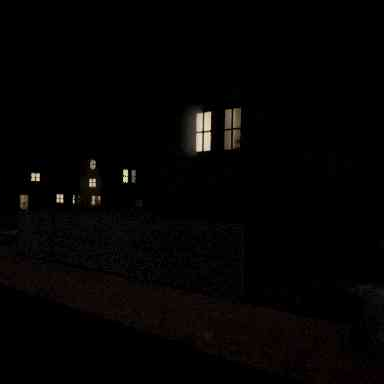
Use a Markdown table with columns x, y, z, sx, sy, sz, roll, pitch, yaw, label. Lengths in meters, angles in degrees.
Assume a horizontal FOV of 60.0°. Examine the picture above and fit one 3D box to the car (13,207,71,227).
| x | y | z | sx | sy | sz | roll | pitch | yaw | label |
| --- | --- | --- | --- | --- | --- | --- | --- | --- | --- |
| -10.224 | 1.807 | 23.785 | 1.812 | 1.442 | 4.674 | 2 | 0 | 36 | car |
